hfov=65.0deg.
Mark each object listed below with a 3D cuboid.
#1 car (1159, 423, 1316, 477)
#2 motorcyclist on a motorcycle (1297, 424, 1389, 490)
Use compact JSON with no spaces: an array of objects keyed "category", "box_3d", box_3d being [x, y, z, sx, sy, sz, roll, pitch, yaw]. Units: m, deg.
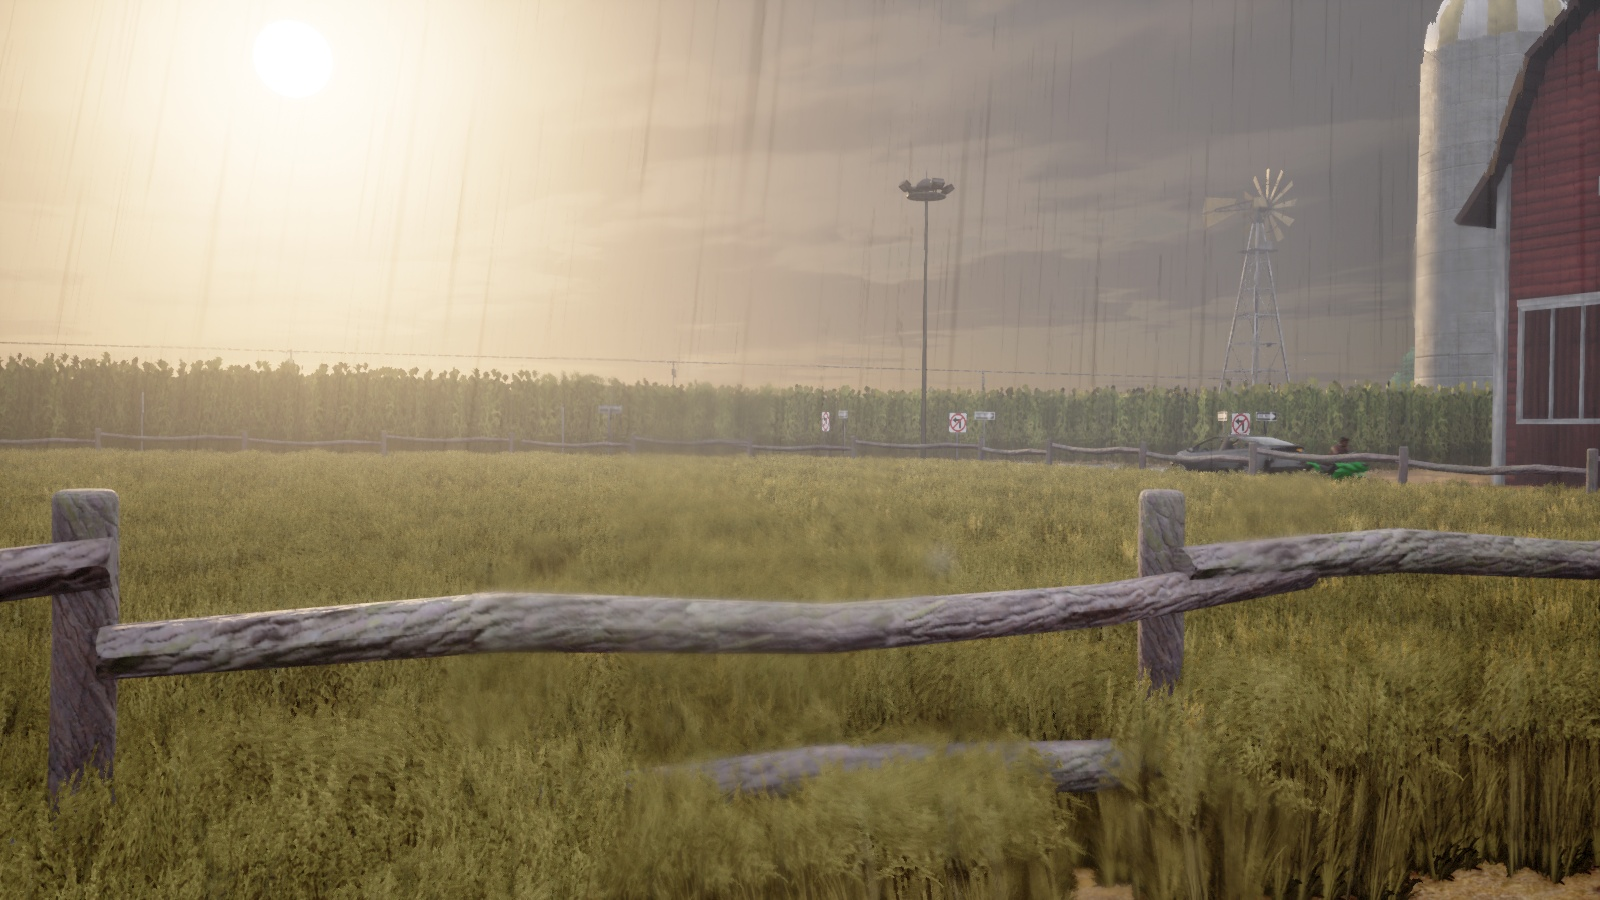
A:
[{"category":"car","box_3d":[13.314,-0.026,38.521,2.007,1.525,4.514,-1,1,-23]},{"category":"motorcyclist on a motorcycle","box_3d":[13.102,0.144,30.379,0.797,1.523,2.044,-1,1,-24]}]
